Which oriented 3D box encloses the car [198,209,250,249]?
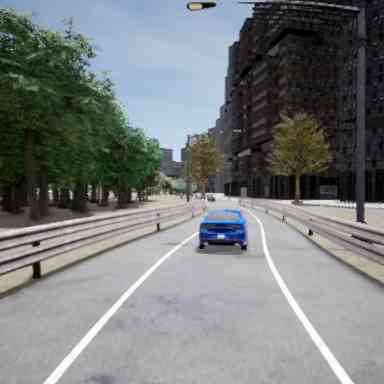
[{"bbox_3d":[1.483,1.502,14.672,1.882,1.535,5.008,0,0,10],"label":"car"}]

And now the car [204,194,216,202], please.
[{"bbox_3d":[3.742,1.294,73.167,2.097,1.767,4.553,0,0,-9],"label":"car"}]
